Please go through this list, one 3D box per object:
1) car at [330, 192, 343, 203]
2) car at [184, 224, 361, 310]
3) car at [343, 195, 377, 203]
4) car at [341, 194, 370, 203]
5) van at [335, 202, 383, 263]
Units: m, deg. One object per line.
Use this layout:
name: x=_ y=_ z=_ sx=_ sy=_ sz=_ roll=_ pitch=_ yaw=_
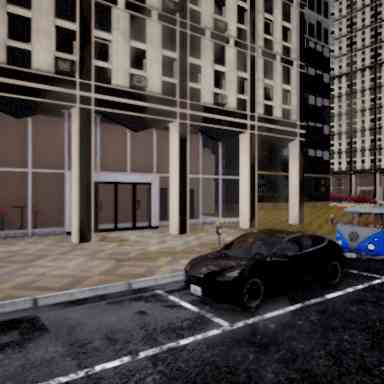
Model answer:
car: x=22.842 y=0.879 z=55.422 sx=2.192 sy=1.841 sz=5.009 roll=2 pitch=0 yaw=-36
car: x=1.860 y=1.582 z=7.876 sx=4.313 sy=1.339 sz=1.947 roll=0 pitch=0 yaw=-35
car: x=26.074 y=1.254 z=50.887 sx=1.802 sy=1.307 sz=4.206 roll=2 pitch=0 yaw=-36
car: x=29.616 y=1.159 z=60.344 sx=1.802 sy=1.307 sz=4.206 roll=1 pitch=0 yaw=-36
van: x=6.463 y=1.373 z=11.151 sx=3.998 sy=1.788 sz=1.690 roll=0 pitch=0 yaw=-35
